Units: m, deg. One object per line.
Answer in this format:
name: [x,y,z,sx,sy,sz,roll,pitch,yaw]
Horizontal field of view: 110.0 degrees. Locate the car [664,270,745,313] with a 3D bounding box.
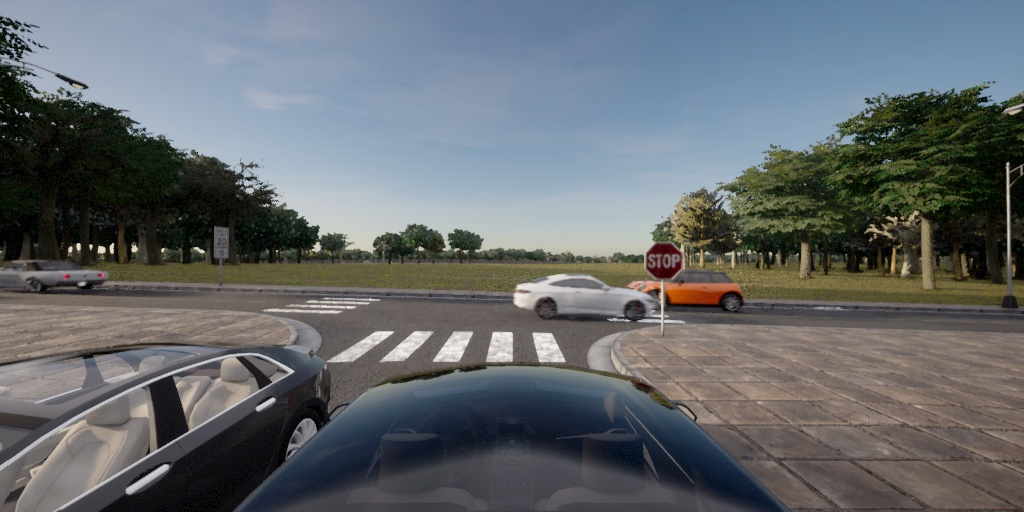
car: [7.156,1.353,15.265,4.553,1.767,2.097,2,-1,0]

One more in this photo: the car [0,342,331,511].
car: [-2.637,1.300,1.866,2.007,1.370,4.403,0,0,0]

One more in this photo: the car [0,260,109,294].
car: [-20.527,0.836,15.301,4.718,1.301,1.895,2,-1,0]

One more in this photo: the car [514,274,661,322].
car: [2.397,1.362,12.324,4.674,1.442,1.812,2,-1,0]
